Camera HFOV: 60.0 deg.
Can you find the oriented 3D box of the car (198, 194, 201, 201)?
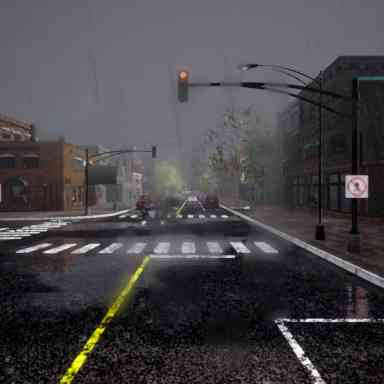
[{"bbox_3d":[2.719,1.536,63.559,2.008,1.369,4.403,-1,0,0],"label":"car"}]

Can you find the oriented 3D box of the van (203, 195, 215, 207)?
[{"bbox_3d":[2.712,1.329,52.471,1.690,1.788,3.998,-1,0,0],"label":"van"}]

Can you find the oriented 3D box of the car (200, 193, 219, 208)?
[{"bbox_3d":[2.709,1.304,46.927,2.192,1.841,5.009,-1,0,0],"label":"car"}]

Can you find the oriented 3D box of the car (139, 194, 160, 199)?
[{"bbox_3d":[-5.674,1.306,41.386,2.192,1.841,5.009,-1,0,0],"label":"car"}]

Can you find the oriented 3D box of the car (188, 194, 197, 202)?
[{"bbox_3d":[0.039,1.335,79.249,2.097,1.767,4.553,0,0,0],"label":"car"}]

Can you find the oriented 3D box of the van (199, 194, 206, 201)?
[{"bbox_3d":[2.728,1.319,85.735,1.690,1.788,3.998,-1,0,0],"label":"van"}]

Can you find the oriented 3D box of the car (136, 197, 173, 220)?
[{"bbox_3d":[-3.085,1.495,28.243,2.128,1.511,4.902,0,0,0],"label":"car"}]

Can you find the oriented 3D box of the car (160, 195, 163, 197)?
[{"bbox_3d":[-5.670,1.534,46.930,1.887,1.381,4.507,-1,0,0],"label":"car"}]

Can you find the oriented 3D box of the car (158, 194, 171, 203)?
[{"bbox_3d":[-5.661,1.298,69.107,2.192,1.841,5.009,-1,0,0],"label":"car"}]

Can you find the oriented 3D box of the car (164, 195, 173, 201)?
[{"bbox_3d":[-5.654,1.525,80.195,1.887,1.381,4.507,-1,0,0],"label":"car"}]

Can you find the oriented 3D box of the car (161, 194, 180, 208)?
[{"bbox_3d":[-3.073,1.467,47.794,1.882,1.535,5.008,0,0,0],"label":"car"}]

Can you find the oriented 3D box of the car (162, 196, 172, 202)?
[{"bbox_3d":[-5.656,1.548,74.650,1.947,1.339,4.313,-1,0,0],"label":"car"}]

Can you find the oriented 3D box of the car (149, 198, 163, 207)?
[{"bbox_3d":[-5.667,1.570,52.475,1.802,1.307,4.206,-1,0,0],"label":"car"}]

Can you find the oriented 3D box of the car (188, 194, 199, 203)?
[{"bbox_3d":[0.131,1.509,69.111,1.812,1.442,4.674,0,0,0],"label":"car"}]
